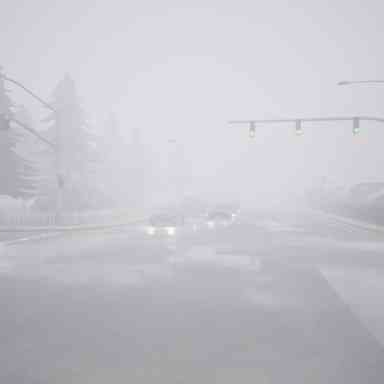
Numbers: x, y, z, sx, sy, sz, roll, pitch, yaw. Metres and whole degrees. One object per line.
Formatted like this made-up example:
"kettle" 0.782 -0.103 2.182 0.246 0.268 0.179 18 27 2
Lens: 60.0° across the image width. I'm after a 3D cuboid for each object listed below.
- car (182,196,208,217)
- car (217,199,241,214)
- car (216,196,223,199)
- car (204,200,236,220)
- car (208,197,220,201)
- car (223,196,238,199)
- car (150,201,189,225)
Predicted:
"car" 0.010 1.467 35.440 2.150 2.045 5.566 0 0 11
"car" 4.413 1.836 39.830 1.994 1.385 4.181 0 0 11
"car" 5.419 1.738 63.646 2.150 2.045 5.566 0 0 11
"car" 2.693 1.761 30.764 2.033 1.411 5.357 0 0 11
"car" 2.305 1.870 47.623 2.033 1.411 5.357 0 0 11
"car" 6.189 1.685 49.275 2.097 1.767 4.553 0 0 11
"car" -1.801 1.709 25.904 1.812 1.442 4.674 0 0 11
